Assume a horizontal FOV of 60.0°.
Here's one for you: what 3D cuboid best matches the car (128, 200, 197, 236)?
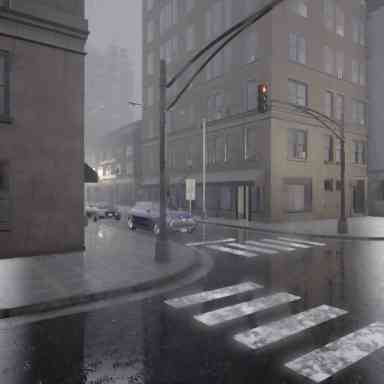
[{"bbox_3d":[-1.692,1.269,17.936,2.097,1.767,4.553,0,0,-36],"label":"car"}]

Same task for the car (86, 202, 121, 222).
[{"bbox_3d":[-6.991,1.433,25.336,1.994,1.385,4.181,0,0,-35],"label":"car"}]
